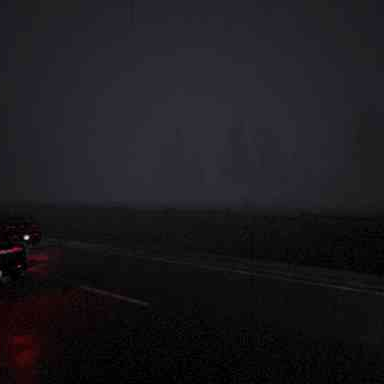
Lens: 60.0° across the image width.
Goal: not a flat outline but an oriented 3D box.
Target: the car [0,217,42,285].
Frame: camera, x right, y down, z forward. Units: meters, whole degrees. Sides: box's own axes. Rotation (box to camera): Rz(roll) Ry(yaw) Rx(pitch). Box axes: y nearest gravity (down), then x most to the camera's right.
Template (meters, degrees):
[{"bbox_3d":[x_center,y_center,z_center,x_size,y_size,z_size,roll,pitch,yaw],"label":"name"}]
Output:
[{"bbox_3d":[-6.058,1.496,8.300,4.902,1.511,2.128,0,0,36],"label":"car"}]

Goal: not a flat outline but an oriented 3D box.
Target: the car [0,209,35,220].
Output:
[{"bbox_3d":[-8.356,1.510,14.244,4.892,1.490,1.837,0,0,36],"label":"car"}]
